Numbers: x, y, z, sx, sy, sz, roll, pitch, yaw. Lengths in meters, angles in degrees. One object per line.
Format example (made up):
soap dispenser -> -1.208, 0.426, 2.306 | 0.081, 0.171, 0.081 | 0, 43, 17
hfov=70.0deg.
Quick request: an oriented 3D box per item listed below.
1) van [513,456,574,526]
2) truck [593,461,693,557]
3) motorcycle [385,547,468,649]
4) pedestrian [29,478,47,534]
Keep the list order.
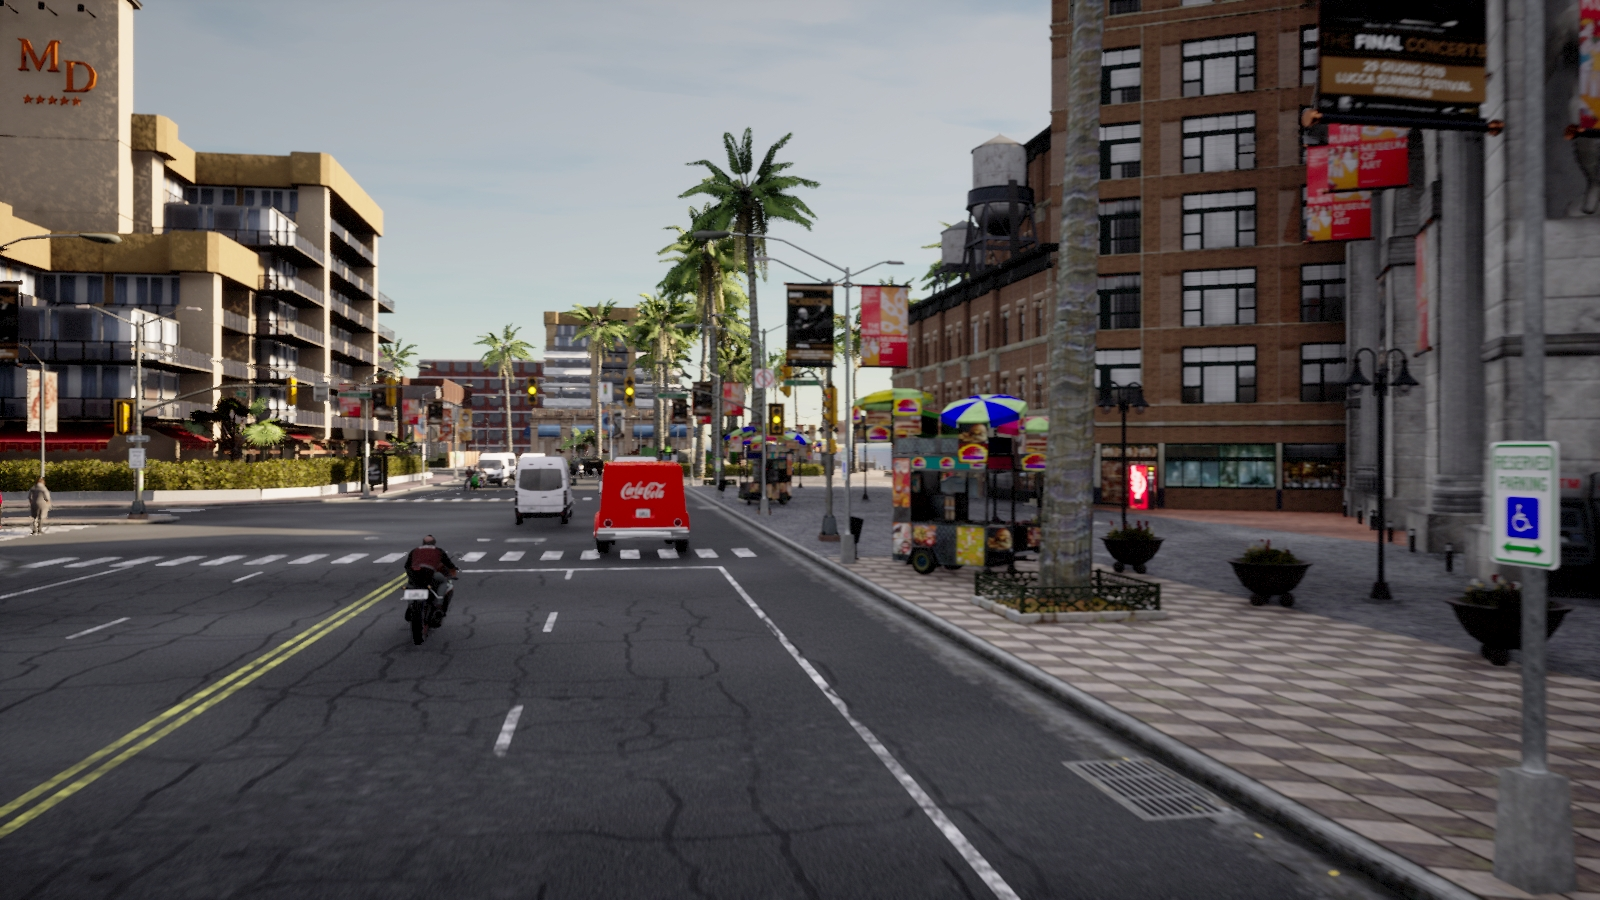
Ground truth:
van -> -10.073, 1.537, 45.293 | 1.988, 2.561, 5.915 | 0, 0, -9
truck -> -4.536, 1.568, 32.689 | 2.627, 2.467, 5.204 | 0, 0, -9
motorcycle -> -5.649, 2.207, 17.405 | 0.867, 1.251, 2.209 | 0, 0, -9
pedestrian -> -25.296, 1.857, 37.922 | 0.375, 1.860, 0.375 | 0, 0, -10
